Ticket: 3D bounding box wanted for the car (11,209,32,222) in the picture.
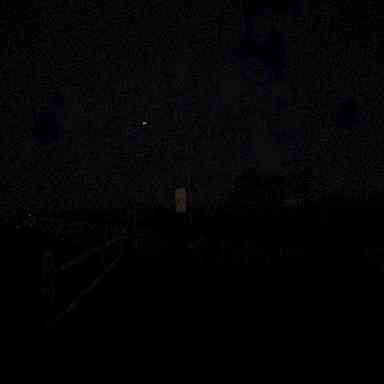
[{"bbox_3d":[-23.809,3.207,46.324,2.097,1.767,4.553,-3,0,-36],"label":"car"}]
